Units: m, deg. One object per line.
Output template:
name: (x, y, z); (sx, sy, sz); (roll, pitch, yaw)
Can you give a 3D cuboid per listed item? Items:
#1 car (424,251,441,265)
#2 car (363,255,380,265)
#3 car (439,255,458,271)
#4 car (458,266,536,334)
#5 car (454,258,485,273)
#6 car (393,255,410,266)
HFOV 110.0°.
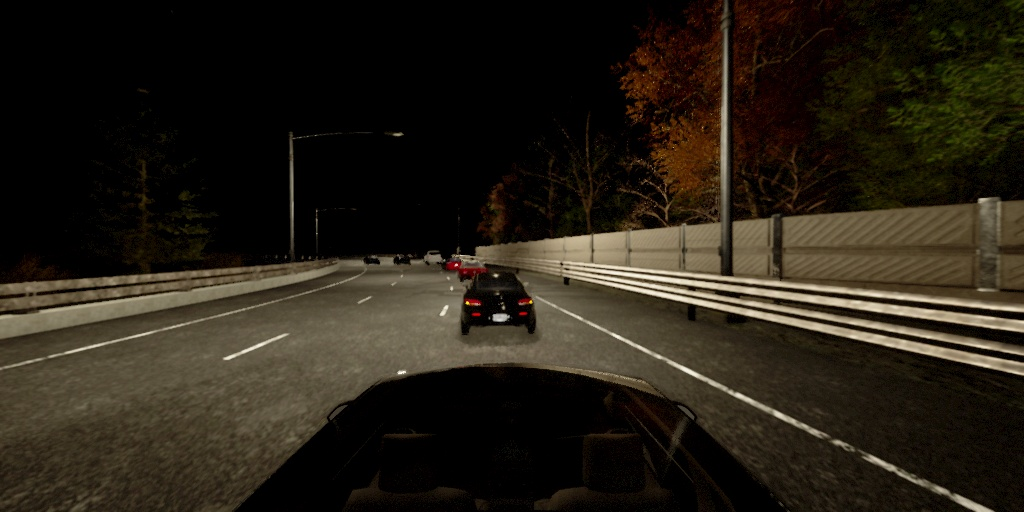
car: (-11.962, 0.271, 54.358); (2.150, 2.045, 5.566); (0, 1, -18)
car: (-21.531, 0.607, 54.886); (2.033, 1.411, 5.357); (-1, 1, -31)
car: (-6.181, 0.832, 37.720); (1.994, 1.385, 4.181); (0, 1, -19)
car: (-0.444, 1.162, 10.127); (1.812, 1.442, 4.674); (0, 0, -5)
car: (-2.815, 1.034, 25.189); (1.895, 1.301, 4.718); (0, 1, -11)
car: (-16.026, 0.581, 51.987); (2.128, 1.511, 4.902); (0, 1, -27)
